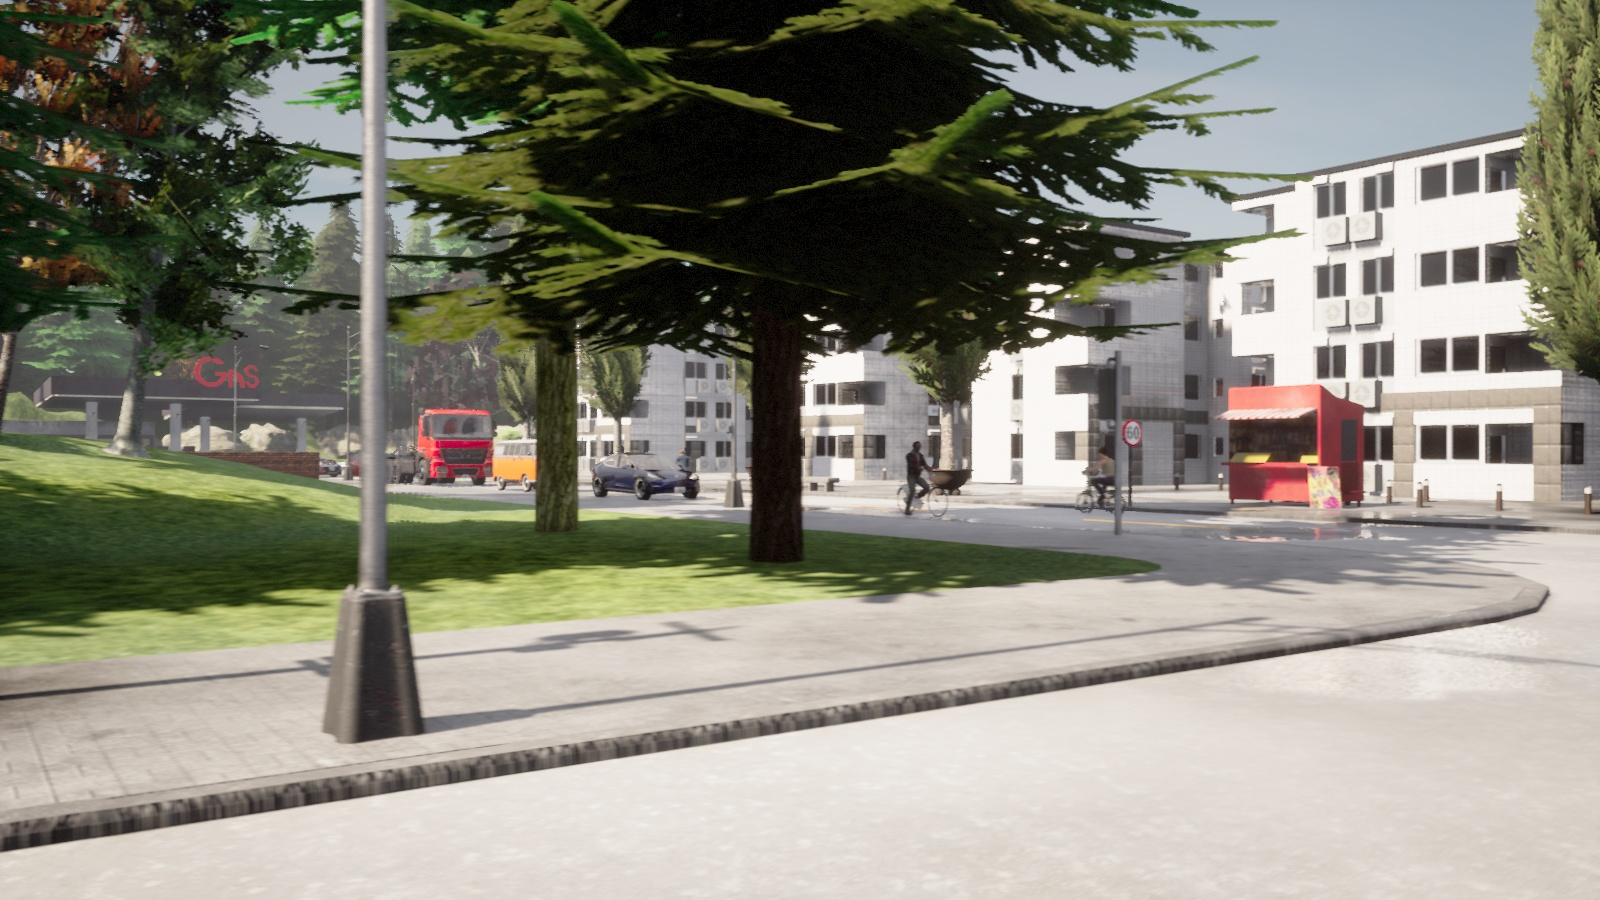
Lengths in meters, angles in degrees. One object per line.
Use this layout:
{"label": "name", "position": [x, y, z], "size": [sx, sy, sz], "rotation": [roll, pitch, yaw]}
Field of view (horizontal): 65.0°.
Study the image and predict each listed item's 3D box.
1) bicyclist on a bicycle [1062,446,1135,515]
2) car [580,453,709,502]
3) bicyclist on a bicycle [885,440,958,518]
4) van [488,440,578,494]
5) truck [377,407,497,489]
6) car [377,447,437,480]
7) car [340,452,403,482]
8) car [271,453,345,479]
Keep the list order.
{"label": "bicyclist on a bicycle", "position": [7.150, 0.715, 30.103], "size": [0.866, 1.612, 1.509], "rotation": [0, 0, -35]}
{"label": "car", "position": [-5.113, 0.835, 40.711], "size": [2.163, 1.488, 4.792], "rotation": [0, 0, -35]}
{"label": "bicyclist on a bicycle", "position": [2.829, 0.661, 29.334], "size": [0.659, 1.776, 1.843], "rotation": [0, 0, -34]}
{"label": "van", "position": [-10.281, 0.617, 48.150], "size": [1.775, 1.987, 4.442], "rotation": [0, 0, -35]}
{"label": "truck", "position": [-16.691, -0.081, 57.373], "size": [2.891, 3.462, 7.936], "rotation": [0, 0, -35]}
{"label": "car", "position": [-22.967, 0.766, 73.308], "size": [1.932, 1.855, 4.605], "rotation": [0, 0, -36]}
{"label": "car", "position": [-22.449, 0.880, 65.692], "size": [2.007, 1.525, 4.514], "rotation": [0, 0, -35]}
{"label": "car", "position": [-28.612, 0.931, 73.061], "size": [3.806, 1.475, 1.970], "rotation": [0, 0, 26]}
